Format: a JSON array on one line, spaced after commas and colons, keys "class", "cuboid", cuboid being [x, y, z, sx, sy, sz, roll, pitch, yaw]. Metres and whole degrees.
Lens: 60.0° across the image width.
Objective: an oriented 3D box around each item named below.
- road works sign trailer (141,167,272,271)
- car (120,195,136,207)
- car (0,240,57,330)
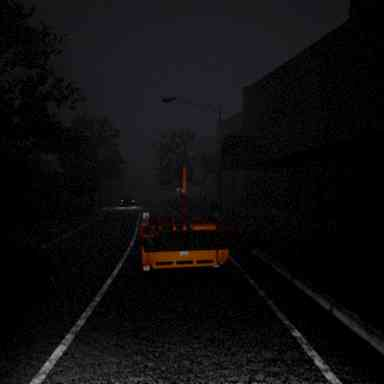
[{"class": "road works sign trailer", "cuboid": [0.027, 0.765, 7.716, 2.380, 2.880, 3.560, 0, 0, -10]}, {"class": "car", "cuboid": [-9.129, 1.200, 47.693, 2.097, 1.767, 4.553, -1, 0, -8]}, {"class": "car", "cuboid": [-3.866, 1.546, 5.582, 1.994, 1.385, 4.181, 0, 0, -3]}]
